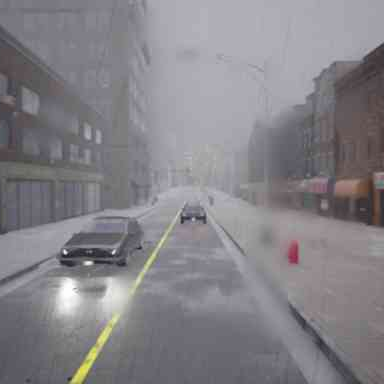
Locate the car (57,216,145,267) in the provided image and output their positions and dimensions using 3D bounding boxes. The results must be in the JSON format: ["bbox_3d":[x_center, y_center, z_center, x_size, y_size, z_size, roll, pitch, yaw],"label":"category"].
[{"bbox_3d":[-2.838,1.568,11.762,2.033,1.411,5.357,0,0,0],"label":"car"}]

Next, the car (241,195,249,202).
[{"bbox_3d":[12.718,1.060,68.485,5.009,1.841,2.192,1,0,0],"label":"car"}]

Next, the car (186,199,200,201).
[{"bbox_3d":[0.099,1.510,41.835,1.994,1.385,4.181,0,0,0],"label":"car"}]

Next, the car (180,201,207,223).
[{"bbox_3d":[0.098,1.604,25.482,1.895,1.301,4.718,0,0,0],"label":"car"}]
